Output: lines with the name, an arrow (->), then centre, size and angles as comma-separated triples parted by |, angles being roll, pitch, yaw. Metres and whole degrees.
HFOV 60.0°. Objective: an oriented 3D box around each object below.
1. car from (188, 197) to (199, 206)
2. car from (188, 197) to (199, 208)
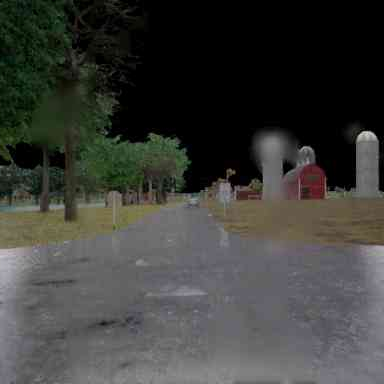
car -> 0.285, 1.834, 65.968 | 2.097, 1.767, 4.553 | 0, -1, 0
car -> 0.240, 1.819, 55.575 | 2.128, 1.511, 4.902 | 0, -1, 0
